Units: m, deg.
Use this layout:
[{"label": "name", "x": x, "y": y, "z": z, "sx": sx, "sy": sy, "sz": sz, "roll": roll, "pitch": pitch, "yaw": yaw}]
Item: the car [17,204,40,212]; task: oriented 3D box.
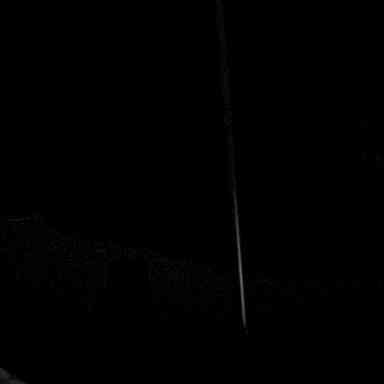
[{"label": "car", "x": -27.440, "y": 2.659, "z": 54.954, "sx": 4.718, "sy": 1.301, "sz": 1.895, "roll": -3, "pitch": -2, "yaw": 30}]

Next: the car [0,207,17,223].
[{"label": "car", "x": -17.245, "y": 1.972, "z": 27.302, "sx": 2.128, "sy": 1.511, "sz": 4.902, "roll": -4, "pitch": 1, "yaw": 8}]
